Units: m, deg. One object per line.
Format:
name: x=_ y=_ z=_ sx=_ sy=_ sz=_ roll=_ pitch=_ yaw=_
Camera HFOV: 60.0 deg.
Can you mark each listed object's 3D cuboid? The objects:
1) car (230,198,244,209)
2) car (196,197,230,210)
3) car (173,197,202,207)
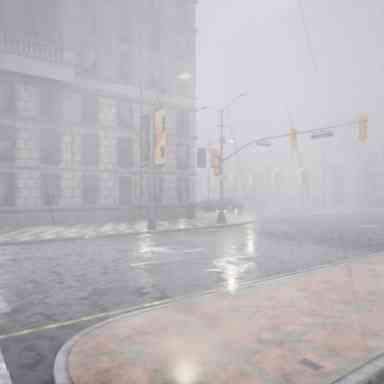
car: x=4.886 y=1.505 z=44.682 sx=1.837 sy=1.490 sz=4.892 roll=0 pitch=0 yaw=-36
car: x=2.325 y=1.564 z=42.249 sx=1.994 sy=1.385 sz=4.181 roll=0 pitch=0 yaw=-36
car: x=-0.800 y=1.547 z=52.627 sx=2.033 sy=1.411 sz=5.357 roll=0 pitch=0 yaw=-35
